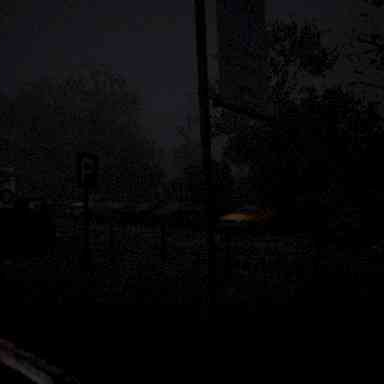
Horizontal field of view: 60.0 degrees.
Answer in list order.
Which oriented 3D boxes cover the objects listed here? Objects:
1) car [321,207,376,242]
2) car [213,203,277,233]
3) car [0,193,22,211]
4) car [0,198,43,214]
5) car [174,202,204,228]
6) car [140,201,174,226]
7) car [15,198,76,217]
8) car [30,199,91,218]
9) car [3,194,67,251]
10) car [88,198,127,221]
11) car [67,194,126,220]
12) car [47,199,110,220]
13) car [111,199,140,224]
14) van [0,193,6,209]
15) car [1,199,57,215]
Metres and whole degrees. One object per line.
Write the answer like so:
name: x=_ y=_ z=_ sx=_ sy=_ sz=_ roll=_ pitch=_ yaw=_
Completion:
car: x=8.057 y=1.515 z=16.913 sx=2.163 sy=1.488 sz=4.792 roll=0 pitch=0 yaw=35
car: x=3.438 y=1.482 z=19.998 sx=1.946 sy=1.575 sz=5.366 roll=0 pitch=0 yaw=35
car: x=-23.606 y=1.174 z=39.450 sx=2.435 sy=2.045 sz=5.566 roll=1 pitch=0 yaw=35
car: x=-19.080 y=1.487 z=36.238 sx=2.163 sy=1.488 sz=4.792 roll=0 pitch=0 yaw=35
car: x=1.299 y=1.515 z=21.779 sx=2.163 sy=1.488 sz=4.792 roll=0 pitch=0 yaw=35
car: x=-0.977 y=1.486 z=23.367 sx=2.231 sy=1.521 sz=4.892 roll=0 pitch=0 yaw=35
car: x=-14.459 y=1.474 z=33.151 sx=1.946 sy=1.575 sz=5.366 roll=0 pitch=0 yaw=35
car: x=-12.304 y=1.482 z=31.389 sx=2.097 sy=1.535 sz=5.008 roll=0 pitch=0 yaw=35
car: x=-7.857 y=1.233 z=12.168 sx=2.435 sy=2.045 sz=5.566 roll=0 pitch=0 yaw=35
car: x=-5.506 y=1.485 z=26.578 sx=2.097 sy=1.535 sz=5.008 roll=0 pitch=0 yaw=35
car: x=-7.789 y=1.233 z=28.157 sx=2.435 sy=2.045 sz=5.566 roll=0 pitch=0 yaw=35
car: x=-10.039 y=1.486 z=29.781 sx=2.231 sy=1.521 sz=4.892 roll=0 pitch=0 yaw=35
car: x=-3.242 y=1.485 z=24.972 sx=2.097 sy=1.535 sz=5.008 roll=0 pitch=0 yaw=35
van: x=-25.820 y=1.178 z=41.128 sx=1.878 sy=1.987 sz=4.442 roll=1 pitch=0 yaw=35
car: x=-16.844 y=1.501 z=34.580 sx=2.163 sy=1.488 sz=4.792 roll=0 pitch=0 yaw=35
